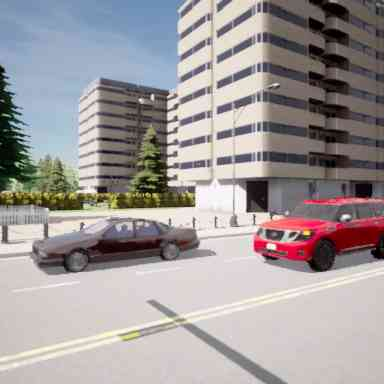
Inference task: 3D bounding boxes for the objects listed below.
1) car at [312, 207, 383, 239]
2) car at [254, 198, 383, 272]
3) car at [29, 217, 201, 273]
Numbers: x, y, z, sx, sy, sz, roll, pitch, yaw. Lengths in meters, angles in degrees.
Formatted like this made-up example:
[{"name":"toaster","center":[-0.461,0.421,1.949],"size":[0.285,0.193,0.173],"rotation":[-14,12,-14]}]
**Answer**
[{"name":"car","center":[8.666,1.595,18.026],"size":[4.181,1.385,1.994],"rotation":[0,0,-33]},{"name":"car","center":[4.630,1.240,11.195],"size":[5.566,2.045,2.150],"rotation":[0,0,-33]},{"name":"car","center":[-2.288,1.555,10.866],"size":[5.357,1.411,2.033],"rotation":[0,0,-33]}]
